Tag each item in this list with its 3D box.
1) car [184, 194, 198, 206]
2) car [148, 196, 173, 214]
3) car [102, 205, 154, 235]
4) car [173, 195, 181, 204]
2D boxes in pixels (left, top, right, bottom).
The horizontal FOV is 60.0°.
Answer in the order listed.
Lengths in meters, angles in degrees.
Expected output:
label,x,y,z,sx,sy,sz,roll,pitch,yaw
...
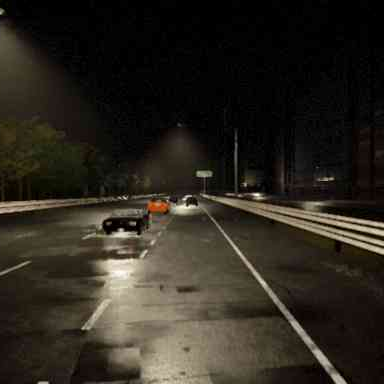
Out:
label,x,y,z,sx,sy,sz,roll,pitch,yaw
car,-0.025,1.568,55.819,1.837,1.490,4.892,0,0,0
car,-3.549,1.382,36.285,2.097,1.767,4.553,0,0,0
car,-3.506,1.611,18.678,1.895,1.301,4.718,0,0,0
car,-3.687,1.598,66.307,1.837,1.490,4.892,0,0,0
